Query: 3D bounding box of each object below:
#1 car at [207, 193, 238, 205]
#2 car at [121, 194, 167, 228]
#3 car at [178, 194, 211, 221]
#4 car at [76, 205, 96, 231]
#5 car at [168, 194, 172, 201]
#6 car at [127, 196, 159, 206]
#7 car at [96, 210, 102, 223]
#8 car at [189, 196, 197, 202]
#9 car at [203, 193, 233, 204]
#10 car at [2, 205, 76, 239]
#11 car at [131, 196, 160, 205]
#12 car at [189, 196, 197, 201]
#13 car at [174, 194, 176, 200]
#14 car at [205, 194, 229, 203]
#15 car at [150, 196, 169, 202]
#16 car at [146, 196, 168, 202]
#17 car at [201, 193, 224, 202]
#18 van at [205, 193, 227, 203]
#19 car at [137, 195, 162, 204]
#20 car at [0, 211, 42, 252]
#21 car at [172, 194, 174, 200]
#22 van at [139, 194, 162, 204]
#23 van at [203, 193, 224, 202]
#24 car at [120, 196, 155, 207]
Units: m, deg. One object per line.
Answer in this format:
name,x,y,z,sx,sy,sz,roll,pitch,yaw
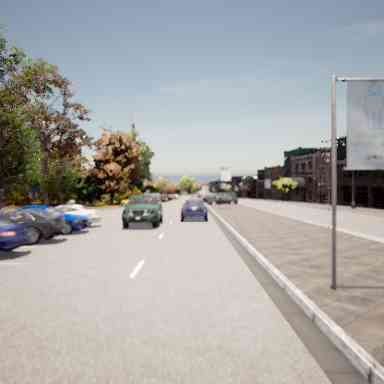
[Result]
car,4.912,1.376,52.870,4.892,1.521,2.231,0,0,0
car,-3.191,1.205,22.442,2.150,2.045,5.566,0,0,0
car,0.176,1.314,27.106,2.097,1.767,4.553,0,0,0
car,-8.291,1.526,18.514,5.008,1.535,2.097,0,0,0
car,-7.935,1.612,75.208,5.366,1.575,1.946,0,0,0
car,-8.170,1.489,55.716,5.008,1.535,2.097,0,0,0
car,-8.272,1.560,21.663,4.674,1.452,2.002,0,0,0
car,0.220,1.695,79.289,1.895,1.301,4.718,0,0,0
car,4.907,1.173,64.082,5.566,2.045,2.435,0,0,0
car,-8.290,1.532,15.241,4.892,1.521,2.231,0,0,0
car,-8.158,1.540,58.503,4.674,1.452,2.002,0,0,0
car,0.232,1.697,89.286,2.033,1.411,5.357,0,-1,0
car,-8.070,1.538,94.705,5.566,2.045,2.435,0,-1,0
car,4.975,1.317,66.882,4.553,1.767,2.185,0,0,0
car,-8.139,1.713,83.565,4.792,1.488,2.163,0,0,0
car,-8.112,1.638,77.995,5.008,1.535,2.097,0,0,0
car,4.935,1.302,80.901,5.566,2.045,2.435,0,0,0
van,5.064,1.238,69.687,4.442,1.987,1.878,0,0,0
car,-8.112,1.405,64.072,4.553,1.767,2.185,0,0,0
car,-8.303,1.577,11.965,4.674,1.452,2.002,0,0,0
car,-8.081,1.455,86.350,5.566,2.045,2.435,0,0,0
van,-8.253,1.325,66.854,4.442,1.987,1.878,0,0,0
van,4.840,1.284,75.294,4.442,1.987,1.878,0,0,0
car,-8.177,1.478,50.148,5.008,1.535,2.097,0,0,0
